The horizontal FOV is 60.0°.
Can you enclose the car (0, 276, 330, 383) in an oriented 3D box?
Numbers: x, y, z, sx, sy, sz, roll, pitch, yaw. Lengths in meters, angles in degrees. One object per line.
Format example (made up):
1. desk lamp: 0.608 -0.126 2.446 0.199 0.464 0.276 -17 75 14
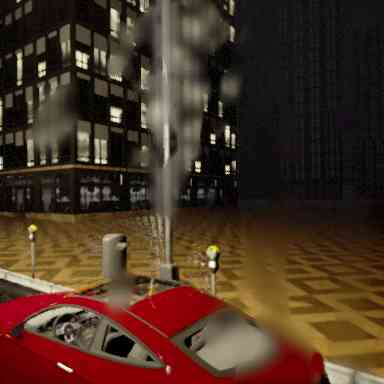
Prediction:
1. car: -0.763 1.571 3.436 4.206 1.307 1.802 0 -1 36
